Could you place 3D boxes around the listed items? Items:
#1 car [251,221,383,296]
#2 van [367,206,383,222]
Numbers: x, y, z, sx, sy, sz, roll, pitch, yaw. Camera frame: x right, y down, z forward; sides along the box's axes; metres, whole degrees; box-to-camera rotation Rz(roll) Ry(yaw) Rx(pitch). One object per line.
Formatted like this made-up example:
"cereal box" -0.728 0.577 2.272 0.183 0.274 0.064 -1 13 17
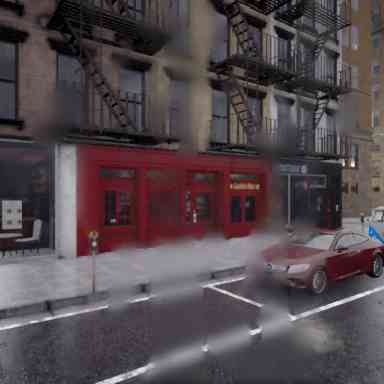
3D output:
"car" 3.403 1.582 8.595 4.206 1.307 1.802 0 0 -35
"van" 7.814 1.341 11.720 3.998 1.788 1.690 0 0 -35
